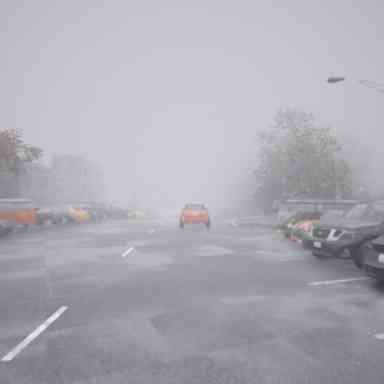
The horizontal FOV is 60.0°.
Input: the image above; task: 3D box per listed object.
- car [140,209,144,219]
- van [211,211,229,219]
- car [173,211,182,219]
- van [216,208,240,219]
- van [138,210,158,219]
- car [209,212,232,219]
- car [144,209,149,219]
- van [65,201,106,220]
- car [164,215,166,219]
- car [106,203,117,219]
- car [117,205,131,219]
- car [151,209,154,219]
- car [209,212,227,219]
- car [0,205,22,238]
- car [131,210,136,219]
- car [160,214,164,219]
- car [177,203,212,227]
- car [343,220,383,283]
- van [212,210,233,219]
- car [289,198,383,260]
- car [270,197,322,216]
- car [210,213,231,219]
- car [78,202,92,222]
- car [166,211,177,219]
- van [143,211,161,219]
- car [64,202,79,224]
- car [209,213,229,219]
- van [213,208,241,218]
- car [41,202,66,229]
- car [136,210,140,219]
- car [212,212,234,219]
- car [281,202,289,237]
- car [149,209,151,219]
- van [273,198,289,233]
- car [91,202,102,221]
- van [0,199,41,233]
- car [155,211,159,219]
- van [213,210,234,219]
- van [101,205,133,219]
[{"bbox_3d":[-11.149,3.629,54.370,5.366,1.575,1.946,1,-4,-19],"label":"car"},{"bbox_3d":[7.515,6.170,89.265,4.442,1.987,1.878,2,-5,-19],"label":"van"},{"bbox_3d":[-3.934,6.411,92.827,2.150,2.045,5.566,0,-5,1],"label":"car"},{"bbox_3d":[7.137,4.297,65.787,4.442,1.987,1.878,2,-5,-19],"label":"van"},{"bbox_3d":[-10.658,5.470,80.719,4.442,1.987,1.878,1,-5,-19],"label":"van"},{"bbox_3d":[7.136,5.903,83.272,5.366,1.575,1.946,2,-5,-19],"label":"car"},{"bbox_3d":[-11.054,4.080,60.213,5.366,1.575,1.946,1,-4,-19],"label":"car"},{"bbox_3d":[-11.351,1.938,33.928,4.442,1.987,1.878,0,-3,-19],"label":"van"},{"bbox_3d":[-10.390,6.521,92.441,4.553,1.767,2.185,1,-5,-19],"label":"car"},{"bbox_3d":[-11.200,2.333,36.873,4.892,1.521,2.231,0,-3,-19],"label":"car"},{"bbox_3d":[-11.118,2.483,42.755,5.566,2.045,2.435,1,-4,-19],"label":"car"},{"bbox_3d":[-10.776,4.541,66.123,4.892,1.521,2.231,1,-4,-19],"label":"car"},{"bbox_3d":[7.475,6.744,95.072,4.553,1.767,2.185,2,-5,-19],"label":"car"},{"bbox_3d":[-11.344,1.597,16.417,4.792,1.488,2.163,-1,-1,-20],"label":"car"},{"bbox_3d":[-10.928,2.956,45.716,5.366,1.575,1.946,1,-5,-19],"label":"car"},{"bbox_3d":[-10.493,5.932,83.666,5.008,1.535,2.097,1,-5,-19],"label":"car"},{"bbox_3d":[0.207,1.649,25.248,2.097,1.767,4.553,0,-2,0],"label":"car"},{"bbox_3d":[6.438,1.547,8.045,4.792,1.488,2.163,1,-1,-20],"label":"car"},{"bbox_3d":[7.376,5.457,80.459,4.442,1.987,1.878,2,-5,-19],"label":"van"},{"bbox_3d":[6.402,1.284,11.010,5.566,2.045,2.435,1,0,-20],"label":"car"},{"bbox_3d":[12.292,1.755,39.419,5.566,2.045,2.150,-1,-3,-15],"label":"car"},{"bbox_3d":[7.351,6.151,86.269,4.892,1.521,2.231,2,-5,-19],"label":"car"},{"bbox_3d":[-11.466,1.881,28.047,5.366,1.575,1.946,0,-2,-20],"label":"car"},{"bbox_3d":[-4.190,5.443,77.050,2.128,1.511,4.902,0,-5,1],"label":"car"},{"bbox_3d":[-10.347,5.945,86.651,4.442,1.987,1.878,1,-5,-19],"label":"van"},{"bbox_3d":[-11.323,1.776,25.192,4.892,1.521,2.231,0,-2,-20],"label":"car"},{"bbox_3d":[7.481,6.660,92.145,4.792,1.488,2.163,2,-5,-19],"label":"car"},{"bbox_3d":[6.871,4.059,62.767,4.442,1.987,1.878,2,-4,-19],"label":"van"},{"bbox_3d":[-11.345,1.686,22.266,5.008,1.535,2.097,0,-1,-20],"label":"car"},{"bbox_3d":[-11.045,3.438,51.491,4.792,1.488,2.163,1,-4,-19],"label":"car"},{"bbox_3d":[7.212,5.482,77.466,4.674,1.452,2.002,2,-5,-19],"label":"car"},{"bbox_3d":[6.464,1.434,14.030,4.553,1.767,2.185,1,-1,-20],"label":"car"},{"bbox_3d":[-10.798,4.342,63.203,4.792,1.488,2.163,1,-5,-19],"label":"car"},{"bbox_3d":[6.335,1.367,16.974,4.442,1.987,1.878,1,-1,-20],"label":"van"},{"bbox_3d":[-11.275,2.016,31.036,4.892,1.521,2.231,0,-3,-20],"label":"car"},{"bbox_3d":[-11.469,1.392,19.301,4.442,1.987,1.878,0,-1,-20],"label":"van"},{"bbox_3d":[-10.718,4.748,71.979,5.566,2.045,2.435,1,-5,-19],"label":"car"},{"bbox_3d":[7.063,4.979,74.506,4.442,1.987,1.878,2,-5,-19],"label":"van"},{"bbox_3d":[-10.955,2.960,48.641,4.442,1.987,1.878,1,-5,-19],"label":"van"}]
